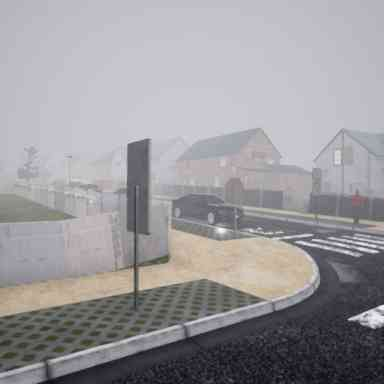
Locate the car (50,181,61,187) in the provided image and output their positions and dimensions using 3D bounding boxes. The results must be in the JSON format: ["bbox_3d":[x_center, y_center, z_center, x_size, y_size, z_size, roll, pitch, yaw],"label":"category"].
[{"bbox_3d":[-23.014,-1.247,57.114,2.033,1.411,5.357,0,2,-35],"label":"car"}]

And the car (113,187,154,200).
[{"bbox_3d":[-4.643,0.398,26.029,1.837,1.490,4.892,0,3,-35],"label":"car"}]

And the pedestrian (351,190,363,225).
[{"bbox_3d":[8.613,0.769,17.436,0.375,1.860,0.375,4,-2,-35],"label":"pedestrian"}]

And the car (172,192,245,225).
[{"bbox_3d":[0.773,0.816,18.372,1.882,1.535,5.008,0,3,-35],"label":"car"}]

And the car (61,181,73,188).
[{"bbox_3d":[-17.257,-0.817,48.982,1.837,1.490,4.892,0,3,-35],"label":"car"}]

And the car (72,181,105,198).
[{"bbox_3d":[-10.480,-0.082,34.303,1.837,1.490,4.892,0,3,-35],"label":"car"}]
